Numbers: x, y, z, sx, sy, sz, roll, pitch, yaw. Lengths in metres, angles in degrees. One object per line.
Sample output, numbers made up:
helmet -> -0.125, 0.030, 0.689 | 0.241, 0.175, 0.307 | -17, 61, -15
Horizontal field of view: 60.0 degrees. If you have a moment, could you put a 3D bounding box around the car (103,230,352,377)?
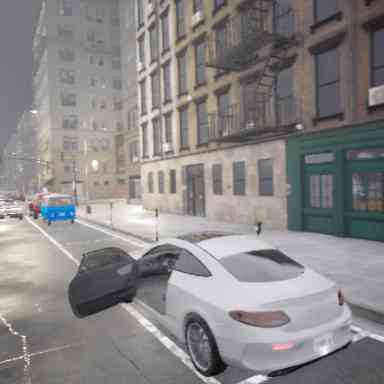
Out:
car -> 0.177, 1.362, 5.410 | 1.812, 1.442, 4.674 | -3, 2, -30

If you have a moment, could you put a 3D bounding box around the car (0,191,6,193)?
car -> -40.896, 0.947, 70.642 | 1.895, 1.301, 4.718 | -3, 2, -30

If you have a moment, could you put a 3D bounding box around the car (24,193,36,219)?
car -> -11.259, 0.994, 25.580 | 2.192, 1.841, 5.009 | -3, 2, -30

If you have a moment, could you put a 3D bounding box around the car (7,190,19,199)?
car -> -41.196, 0.620, 76.414 | 2.192, 1.841, 5.009 | -3, 2, -30

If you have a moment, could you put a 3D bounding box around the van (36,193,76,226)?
van -> -8.457, 1.054, 20.833 | 1.690, 1.788, 3.998 | -3, 2, -30

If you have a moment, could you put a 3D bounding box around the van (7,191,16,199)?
van -> -43.947, 0.612, 81.069 | 1.690, 1.788, 3.998 | -3, 2, -30

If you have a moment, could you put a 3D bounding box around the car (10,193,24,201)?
car -> -32.934, 0.958, 62.459 | 2.008, 1.369, 4.403 | -3, 2, -30

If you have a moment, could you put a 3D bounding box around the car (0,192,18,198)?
car -> -21.066, 1.178, 37.102 | 2.128, 1.511, 4.902 | -3, 2, -30

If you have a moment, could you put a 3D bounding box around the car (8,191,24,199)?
car -> -30.190, 0.756, 57.800 | 2.192, 1.841, 5.009 | -3, 2, -30

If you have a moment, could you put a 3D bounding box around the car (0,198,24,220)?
car -> -13.600, 1.385, 24.482 | 1.895, 1.301, 4.718 | -3, 2, -30
